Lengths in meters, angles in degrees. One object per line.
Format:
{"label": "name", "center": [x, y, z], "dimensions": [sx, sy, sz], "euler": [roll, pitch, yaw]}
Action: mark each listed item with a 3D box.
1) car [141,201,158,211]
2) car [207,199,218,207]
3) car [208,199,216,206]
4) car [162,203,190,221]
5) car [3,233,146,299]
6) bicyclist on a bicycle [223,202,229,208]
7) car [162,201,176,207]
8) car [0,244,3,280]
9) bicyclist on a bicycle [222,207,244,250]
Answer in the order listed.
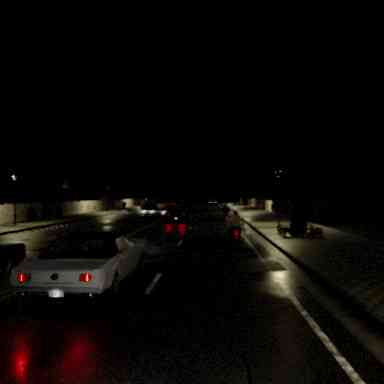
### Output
{"label": "car", "center": [-6.635, 2.170, 52.339], "dimensions": [2.033, 1.411, 5.357], "euler": [0, -1, 3]}
{"label": "car", "center": [4.122, 2.207, 65.927], "dimensions": [2.128, 1.511, 4.902], "euler": [0, -1, 3]}
{"label": "car", "center": [4.694, 2.377, 77.096], "dimensions": [1.812, 1.442, 4.674], "euler": [0, -1, 3]}
{"label": "car", "center": [-1.217, 1.946, 30.571], "dimensions": [1.895, 1.301, 4.718], "euler": [0, -1, 3]}
{"label": "car", "center": [-2.513, 1.714, 8.709], "dimensions": [1.895, 1.301, 4.718], "euler": [0, -1, 3]}
{"label": "bicyclist on a bicycle", "center": [2.411, 1.614, 23.446], "dimensions": [0.659, 1.776, 1.843], "euler": [0, 0, 3]}
{"label": "car", "center": [-3.406, 2.073, 51.842], "dimensions": [1.882, 1.535, 5.008], "euler": [0, -1, 4]}
{"label": "car", "center": [-6.027, 1.726, 7.715], "dimensions": [1.895, 1.301, 4.718], "euler": [0, -1, 3]}
{"label": "bicyclist on a bicycle", "center": [1.838, 1.580, 14.029], "dimensions": [0.866, 1.612, 1.509], "euler": [0, -1, 4]}
